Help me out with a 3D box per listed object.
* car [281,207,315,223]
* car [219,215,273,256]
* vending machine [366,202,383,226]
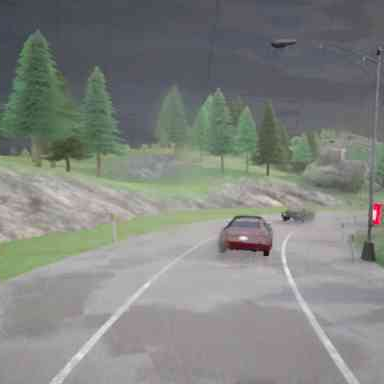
[{"bbox_3d":[9.756,2.055,30.151,1.895,1.301,4.718,4,1,34],"label":"car"},{"bbox_3d":[2.369,1.670,13.988,1.994,1.385,4.181,2,0,15],"label":"car"},{"bbox_3d":[18.207,2.144,33.121,1.100,2.100,0.880,11,11,41],"label":"vending machine"}]
